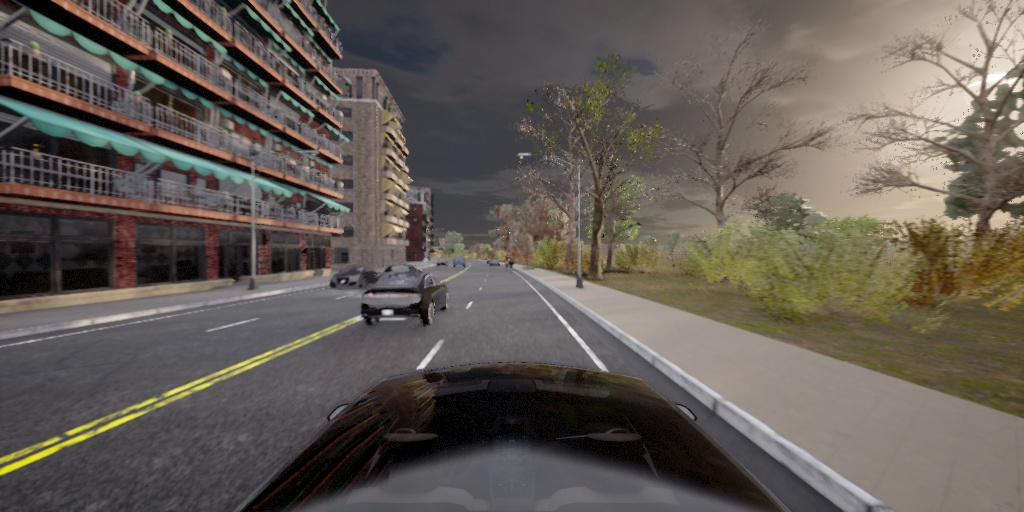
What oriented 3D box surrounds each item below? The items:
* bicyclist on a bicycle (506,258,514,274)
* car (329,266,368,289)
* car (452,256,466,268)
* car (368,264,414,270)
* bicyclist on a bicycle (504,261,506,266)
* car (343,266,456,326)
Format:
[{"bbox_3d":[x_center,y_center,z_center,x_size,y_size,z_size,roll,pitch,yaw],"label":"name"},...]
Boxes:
[{"bbox_3d":[-0.050,1.119,38.184,0.659,1.776,1.843,0,0,-3],"label":"bicyclist on a bicycle"},{"bbox_3d":[-10.194,1.339,23.493,1.994,1.385,4.181,0,0,-2],"label":"car"},{"bbox_3d":[-9.277,1.008,63.604,2.150,2.045,5.566,0,0,-5],"label":"car"},{"bbox_3d":[-6.902,1.272,22.049,1.837,1.490,4.892,0,0,-2],"label":"car"},{"bbox_3d":[-0.654,1.184,48.238,0.866,1.612,1.509,0,-1,-4],"label":"bicyclist on a bicycle"},{"bbox_3d":[-3.235,1.250,11.673,2.128,1.511,4.902,0,0,-1],"label":"car"}]
